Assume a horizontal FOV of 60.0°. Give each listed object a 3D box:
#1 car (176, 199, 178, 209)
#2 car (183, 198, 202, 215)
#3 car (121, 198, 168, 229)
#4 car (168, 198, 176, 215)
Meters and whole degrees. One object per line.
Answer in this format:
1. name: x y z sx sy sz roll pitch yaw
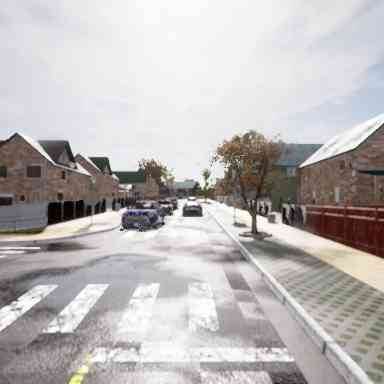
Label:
1. car: -2.899 1.546 45.576 1.882 1.535 5.008 0 0 0
2. car: 0.055 1.598 34.268 1.994 1.385 4.181 0 0 0
3. car: -3.106 1.365 21.854 2.097 1.767 4.553 0 0 4
4. car: -2.888 1.540 33.658 1.837 1.490 4.892 0 -1 0
